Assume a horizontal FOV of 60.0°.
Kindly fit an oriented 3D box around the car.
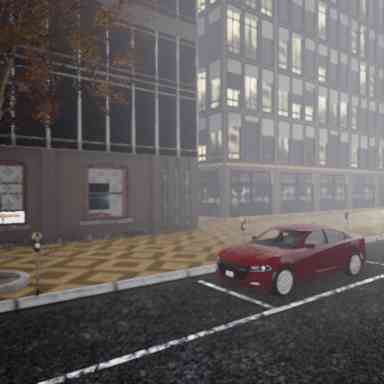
[{"bbox_3d":[2.638,1.492,8.442,4.507,1.381,1.887,-1,0,-36],"label":"car"}]
